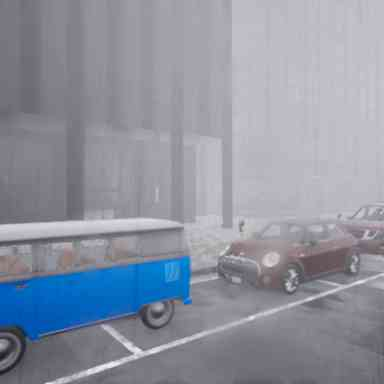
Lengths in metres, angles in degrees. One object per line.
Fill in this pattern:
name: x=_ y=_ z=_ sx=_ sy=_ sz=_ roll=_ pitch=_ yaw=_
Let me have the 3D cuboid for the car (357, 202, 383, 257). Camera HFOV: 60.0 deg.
car: x=7.079 y=1.316 z=12.057 sx=5.009 sy=1.841 sz=2.192 roll=0 pitch=0 yaw=-37

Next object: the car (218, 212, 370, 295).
car: x=2.597 y=1.450 z=8.685 sx=4.097 sy=1.590 sz=1.967 roll=0 pitch=0 yaw=-37

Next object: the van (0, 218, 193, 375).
van: x=-1.886 y=1.361 z=5.313 sx=3.998 sy=1.788 sz=1.690 roll=0 pitch=0 yaw=-37
